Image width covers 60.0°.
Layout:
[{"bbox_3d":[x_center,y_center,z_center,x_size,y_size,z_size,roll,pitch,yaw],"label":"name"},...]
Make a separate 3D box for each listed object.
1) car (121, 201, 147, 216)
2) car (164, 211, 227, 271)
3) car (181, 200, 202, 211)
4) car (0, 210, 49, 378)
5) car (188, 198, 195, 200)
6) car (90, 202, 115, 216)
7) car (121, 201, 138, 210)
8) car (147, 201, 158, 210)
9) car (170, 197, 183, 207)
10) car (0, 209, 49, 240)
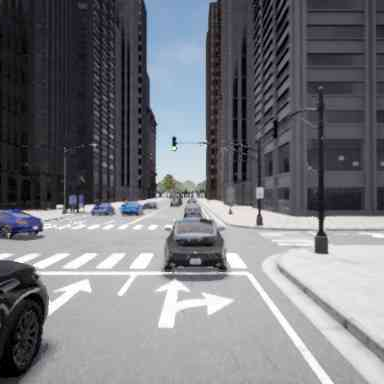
[{"bbox_3d":[-6.597,1.857,37.089,1.882,1.535,5.008,0,-1,0],"label":"car"},{"bbox_3d":[0.097,1.624,11.310,1.837,1.490,4.892,0,0,0],"label":"car"},{"bbox_3d":[0.093,1.913,35.720,2.033,1.411,5.357,0,-1,0],"label":"car"},{"bbox_3d":[-3.143,1.249,2.467,2.150,2.045,5.566,0,0,0],"label":"car"},{"bbox_3d":[-0.013,2.023,64.979,2.097,1.767,4.553,0,-1,0],"label":"car"},{"bbox_3d":[-9.844,1.904,37.103,1.812,1.442,4.674,0,-1,0],"label":"car"},{"bbox_3d":[-9.822,2.139,52.565,1.895,1.301,4.718,0,-1,0],"label":"car"},{"bbox_3d":[-6.570,2.112,53.416,1.994,1.385,4.181,0,-1,0],"label":"car"},{"bbox_3d":[-3.263,2.158,64.625,2.128,1.511,4.902,0,-1,0],"label":"car"},{"bbox_3d":[-10.363,1.713,18.251,4.674,1.442,1.812,0,-2,21],"label":"car"}]
